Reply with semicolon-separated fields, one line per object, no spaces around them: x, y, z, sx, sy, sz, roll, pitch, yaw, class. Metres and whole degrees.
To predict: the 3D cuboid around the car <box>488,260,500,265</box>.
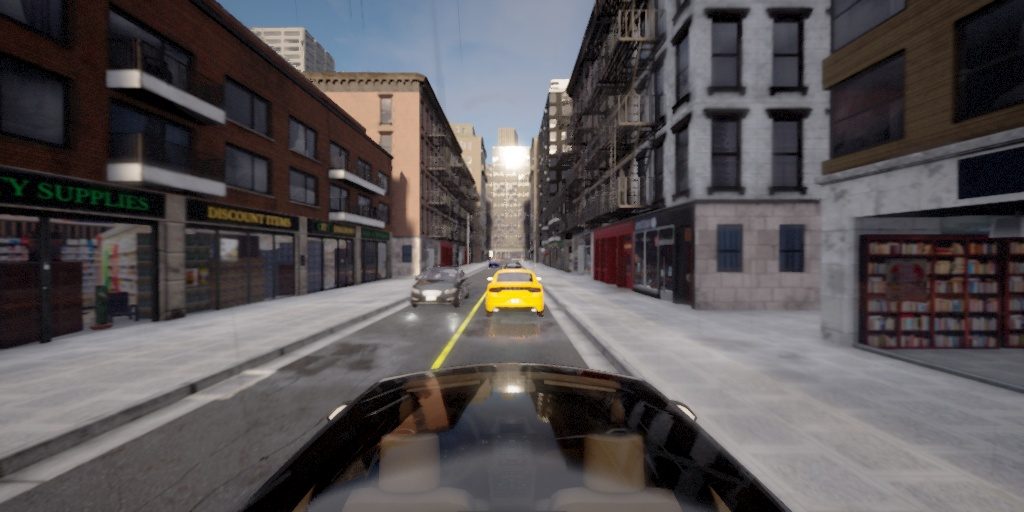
-2.816;1.290;57.522;1.895;1.301;4.718;0;0;1;car

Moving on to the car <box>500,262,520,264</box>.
0.092;1.248;33.680;1.812;1.442;4.674;0;0;0;car

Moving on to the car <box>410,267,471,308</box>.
-2.854;1.230;15.134;2.128;1.511;4.902;0;0;0;car

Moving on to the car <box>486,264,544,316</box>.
0.096;1.218;13.416;1.882;1.535;5.008;0;0;0;car
